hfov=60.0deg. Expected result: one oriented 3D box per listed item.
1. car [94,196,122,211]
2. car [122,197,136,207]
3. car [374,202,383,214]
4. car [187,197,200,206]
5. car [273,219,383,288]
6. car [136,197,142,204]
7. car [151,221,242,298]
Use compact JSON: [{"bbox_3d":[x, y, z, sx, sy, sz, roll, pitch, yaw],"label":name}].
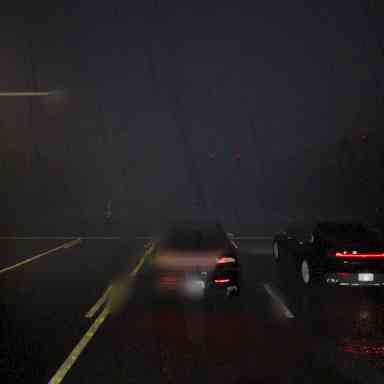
[{"bbox_3d":[-10.488,1.351,40.794,2.097,1.767,4.553,0,0,0],"label":"car"},{"bbox_3d":[-10.458,1.525,51.619,1.812,1.442,4.674,0,0,0],"label":"car"},{"bbox_3d":[18.114,1.061,28.293,4.902,1.511,2.128,-5,0,0],"label":"car"},{"bbox_3d":[0.236,1.491,52.866,2.128,1.511,4.902,0,0,0],"label":"car"},{"bbox_3d":[3.602,1.505,9.261,1.837,1.490,4.892,0,0,1],"label":"car"},{"bbox_3d":[-10.403,1.564,61.486,1.994,1.385,4.181,0,0,1],"label":"car"},{"bbox_3d":[0.097,1.491,8.498,2.128,1.511,4.902,0,0,0],"label":"car"}]
